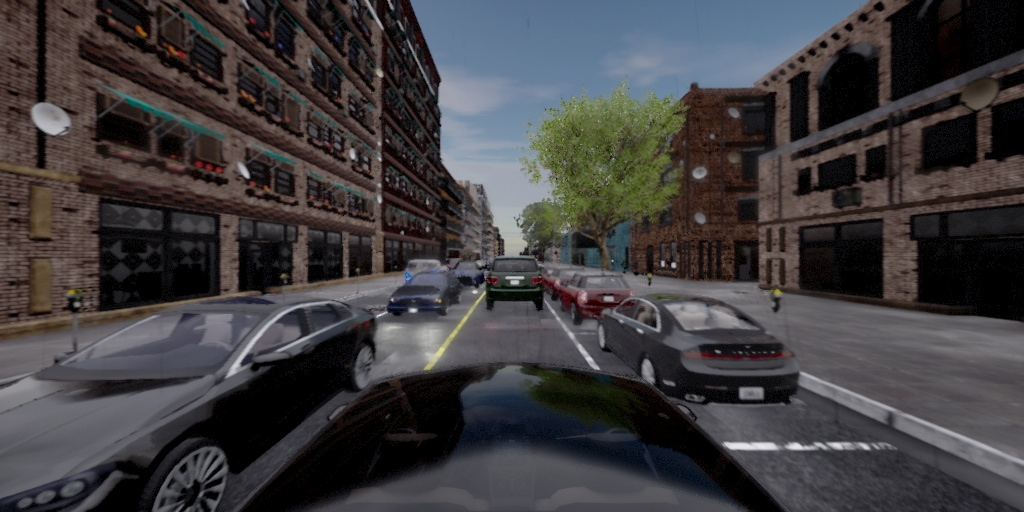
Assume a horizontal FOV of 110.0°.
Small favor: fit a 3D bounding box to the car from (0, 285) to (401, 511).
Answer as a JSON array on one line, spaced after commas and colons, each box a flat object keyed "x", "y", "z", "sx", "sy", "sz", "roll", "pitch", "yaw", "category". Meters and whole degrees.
[{"x": -3.089, "y": 1.247, "z": 3.949, "sx": 2.128, "sy": 1.511, "sz": 4.902, "roll": 0, "pitch": 0, "yaw": 0, "category": "car"}]

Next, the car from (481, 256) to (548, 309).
[{"x": 0.097, "y": 1.005, "z": 15.159, "sx": 2.150, "sy": 2.045, "sz": 5.566, "roll": 0, "pitch": 0, "yaw": 0, "category": "car"}]

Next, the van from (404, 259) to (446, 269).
[{"x": -5.695, "y": 1.142, "z": 23.299, "sx": 1.690, "sy": 1.789, "sz": 3.998, "roll": 0, "pitch": 0, "yaw": 0, "category": "van"}]

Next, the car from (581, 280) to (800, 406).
[{"x": 2.689, "y": 1.311, "z": 6.209, "sx": 2.007, "sy": 1.370, "sz": 4.403, "roll": 0, "pitch": 0, "yaw": 0, "category": "car"}]

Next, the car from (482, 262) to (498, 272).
[{"x": -3.011, "y": 1.540, "z": 50.342, "sx": 1.895, "sy": 1.301, "sz": 4.718, "roll": 0, "pitch": 0, "yaw": 0, "category": "car"}]

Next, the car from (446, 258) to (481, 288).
[{"x": -3.073, "y": 1.156, "z": 24.103, "sx": 2.097, "sy": 1.767, "sz": 4.553, "roll": 0, "pitch": 0, "yaw": 0, "category": "car"}]

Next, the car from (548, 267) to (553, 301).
[{"x": 2.687, "y": 1.227, "z": 17.603, "sx": 1.967, "sy": 1.591, "sz": 4.097, "roll": 0, "pitch": 0, "yaw": 0, "category": "car"}]

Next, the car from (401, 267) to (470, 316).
[{"x": -3.080, "y": 1.326, "z": 13.858, "sx": 2.033, "sy": 1.411, "sz": 5.357, "roll": 0, "pitch": 0, "yaw": 0, "category": "car"}]

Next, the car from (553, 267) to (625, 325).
[{"x": 2.688, "y": 1.214, "z": 11.906, "sx": 1.967, "sy": 1.591, "sz": 4.097, "roll": 0, "pitch": 0, "yaw": 0, "category": "car"}]
